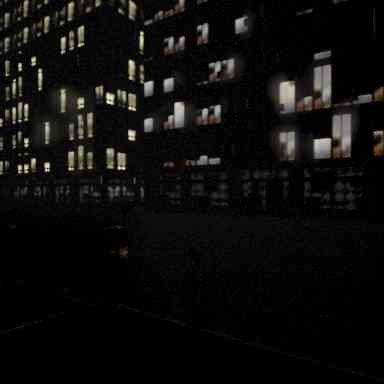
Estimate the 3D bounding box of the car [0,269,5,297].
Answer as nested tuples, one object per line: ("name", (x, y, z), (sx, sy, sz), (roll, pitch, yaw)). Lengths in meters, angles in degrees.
("car", (-5.771, 1.530, 6.996), (4.829, 1.417, 1.752), (0, 0, 36))
